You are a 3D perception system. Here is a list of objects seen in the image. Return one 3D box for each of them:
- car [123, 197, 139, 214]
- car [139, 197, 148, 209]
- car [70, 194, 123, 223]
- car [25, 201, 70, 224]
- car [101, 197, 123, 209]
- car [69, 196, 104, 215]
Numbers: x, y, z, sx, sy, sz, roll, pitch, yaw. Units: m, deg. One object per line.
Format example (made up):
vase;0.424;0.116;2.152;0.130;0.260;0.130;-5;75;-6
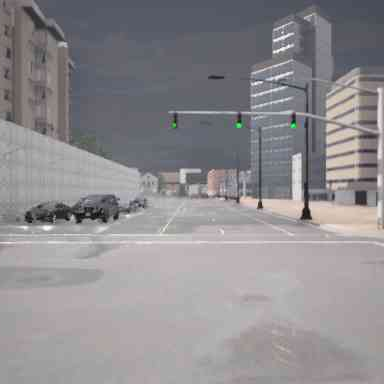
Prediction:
car;-7.149;1.506;35.220;1.812;1.442;4.674;0;0;0
car;-7.154;1.466;45.724;2.128;1.511;4.902;0;0;0
car;-7.133;1.207;25.579;2.150;2.045;5.566;0;0;0
car;-10.636;1.491;24.944;1.837;1.490;4.892;0;0;0
car;-10.656;1.480;44.717;1.837;1.490;4.892;0;0;0
car;-10.648;1.333;34.012;2.097;1.767;4.553;0;0;0
